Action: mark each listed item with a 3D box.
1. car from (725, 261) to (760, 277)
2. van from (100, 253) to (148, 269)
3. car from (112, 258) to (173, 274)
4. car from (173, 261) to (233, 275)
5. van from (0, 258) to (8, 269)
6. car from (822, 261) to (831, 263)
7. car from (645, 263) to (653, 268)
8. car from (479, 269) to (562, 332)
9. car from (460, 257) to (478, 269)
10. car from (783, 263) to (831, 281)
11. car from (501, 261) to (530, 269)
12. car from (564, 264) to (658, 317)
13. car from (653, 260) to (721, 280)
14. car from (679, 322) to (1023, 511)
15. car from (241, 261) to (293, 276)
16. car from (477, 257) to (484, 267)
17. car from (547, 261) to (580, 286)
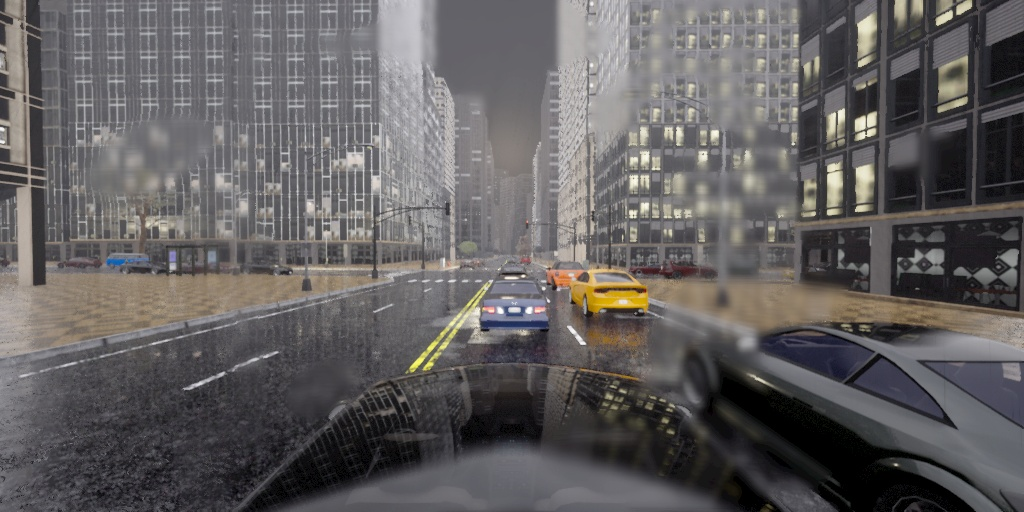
[{"bbox_3d":[23.914,1.270,38.564,4.553,1.767,2.097,1,1,1],"label":"car"},{"bbox_3d":[-45.355,0.593,42.303,3.998,1.789,1.690,0,0,1],"label":"van"},{"bbox_3d":[-34.149,1.060,33.661,4.313,1.339,1.948,0,0,1],"label":"car"},{"bbox_3d":[-28.468,1.128,33.497,4.207,1.307,1.802,0,0,1],"label":"car"},{"bbox_3d":[-51.194,0.677,34.031,3.998,1.789,1.690,0,0,1],"label":"van"},{"bbox_3d":[34.027,1.358,38.400,4.553,1.767,2.097,0,1,1],"label":"car"},{"bbox_3d":[15.018,1.440,38.737,4.718,1.301,1.895,1,1,2],"label":"car"},{"bbox_3d":[0.086,1.291,10.802,2.033,1.411,5.357,0,0,1],"label":"car"},{"bbox_3d":[-6.679,1.263,54.327,1.994,1.385,4.181,0,0,0],"label":"car"},{"bbox_3d":[27.591,1.569,32.734,4.829,1.417,1.751,0,0,1],"label":"car"},{"bbox_3d":[0.070,1.227,20.554,2.128,1.511,4.902,0,0,0],"label":"car"},{"bbox_3d":[3.331,1.219,13.207,1.882,1.535,5.008,0,0,0],"label":"car"},{"bbox_3d":[16.142,1.260,32.911,5.009,1.841,2.192,0,0,1],"label":"car"},{"bbox_3d":[3.338,1.313,3.394,1.994,1.385,4.181,0,0,1],"label":"car"},{"bbox_3d":[-22.784,1.164,33.374,4.313,1.339,1.948,0,0,1],"label":"car"},{"bbox_3d":[-6.665,1.036,64.329,2.097,1.767,4.553,0,0,0],"label":"car"},{"bbox_3d":[3.316,1.086,22.212,2.097,1.767,4.553,0,0,0],"label":"car"}]
